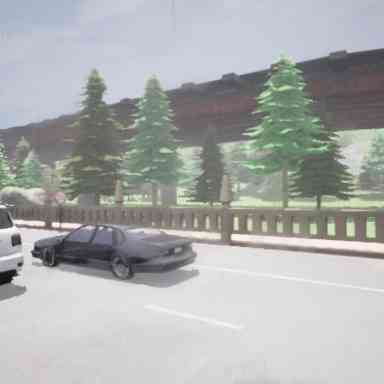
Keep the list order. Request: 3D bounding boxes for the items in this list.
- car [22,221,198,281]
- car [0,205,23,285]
[{"bbox_3d":[-2.476,1.578,9.938,5.357,1.411,2.033,-1,0,32],"label":"car"},{"bbox_3d":[-6.546,1.304,8.341,5.566,2.045,2.150,-1,0,33],"label":"car"}]
